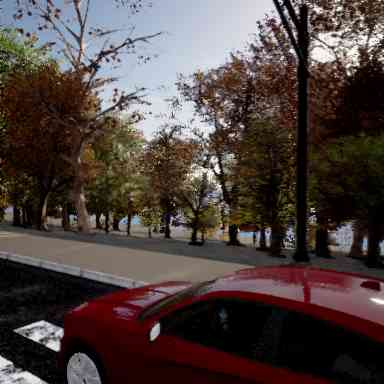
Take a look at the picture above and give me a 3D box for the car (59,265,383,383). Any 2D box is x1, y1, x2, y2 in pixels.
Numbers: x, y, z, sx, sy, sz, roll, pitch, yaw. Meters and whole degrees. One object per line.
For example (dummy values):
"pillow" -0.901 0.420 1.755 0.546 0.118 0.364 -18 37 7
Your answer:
"car" 0.761 1.478 3.142 5.008 1.535 1.882 0 0 35
